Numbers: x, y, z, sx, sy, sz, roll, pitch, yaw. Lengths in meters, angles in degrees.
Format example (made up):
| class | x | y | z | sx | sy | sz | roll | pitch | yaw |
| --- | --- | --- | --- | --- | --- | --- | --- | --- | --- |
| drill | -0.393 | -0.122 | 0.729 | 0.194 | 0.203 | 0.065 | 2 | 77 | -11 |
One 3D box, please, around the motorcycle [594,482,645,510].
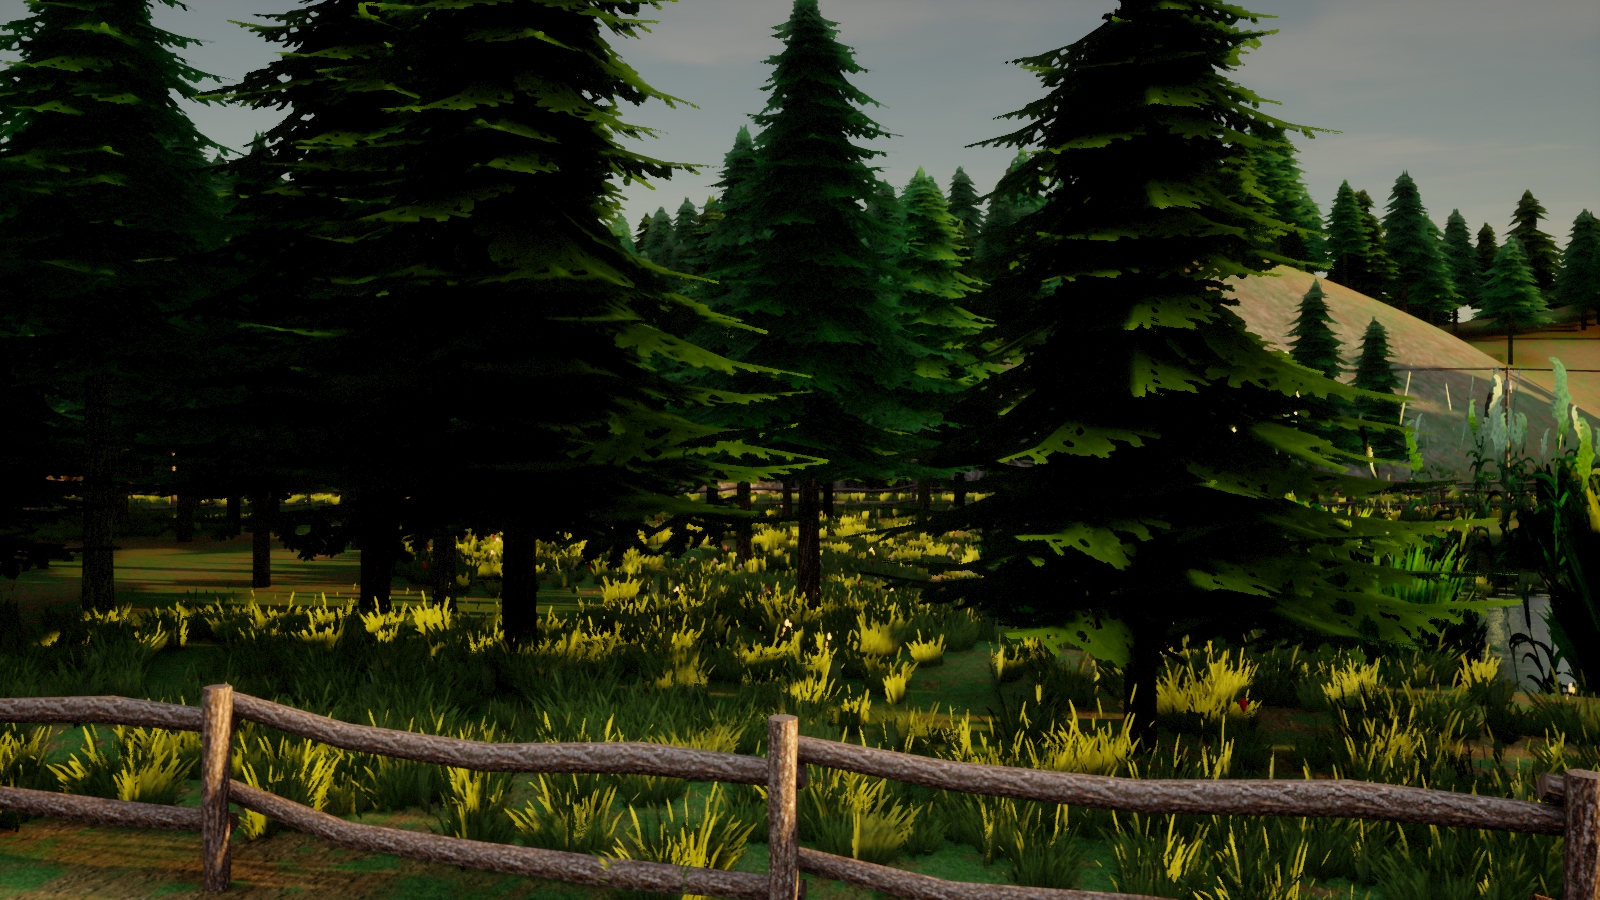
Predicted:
| class | x | y | z | sx | sy | sz | roll | pitch | yaw |
| --- | --- | --- | --- | --- | --- | --- | --- | --- | --- |
| motorcycle | -8.546 | 2.178 | 54.108 | 2.209 | 1.251 | 0.867 | 0 | 0 | 14 |
